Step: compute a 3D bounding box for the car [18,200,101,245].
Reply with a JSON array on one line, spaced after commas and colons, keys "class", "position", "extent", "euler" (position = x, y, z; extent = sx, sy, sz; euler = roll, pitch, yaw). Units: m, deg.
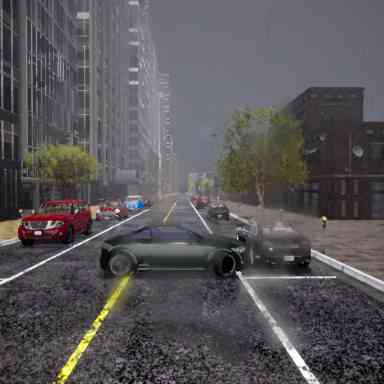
[{"class": "car", "position": [-6.188, 1.310, 15.725], "extent": [2.192, 1.841, 5.009], "euler": [-1, 0, -1]}]

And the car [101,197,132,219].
[{"class": "car", "position": [-6.387, 1.432, 26.793], "extent": [1.967, 1.590, 4.097], "euler": [-1, 0, -1]}]

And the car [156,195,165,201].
[{"class": "car", "position": [-7.841, 1.496, 82.679], "extent": [1.752, 1.417, 4.829], "euler": [-1, 0, -1]}]

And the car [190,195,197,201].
[{"class": "car", "position": [0.388, 1.551, 88.590], "extent": [1.802, 1.307, 4.206], "euler": [-1, 0, -1]}]

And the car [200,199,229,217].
[{"class": "car", "position": [2.016, 1.543, 26.996], "extent": [2.008, 1.369, 4.403], "euler": [-1, 0, -1]}]

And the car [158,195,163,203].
[{"class": "car", "position": [-7.410, 1.522, 66.251], "extent": [1.887, 1.381, 4.507], "euler": [-1, 0, -1]}]

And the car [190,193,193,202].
[{"class": "car", "position": [0.819, 1.290, 71.993], "extent": [2.192, 1.841, 5.009], "euler": [-1, 0, -1]}]

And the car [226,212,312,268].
[{"class": "car", "position": [2.550, 1.548, 11.137], "extent": [2.008, 1.369, 4.403], "euler": [-1, 0, -1]}]

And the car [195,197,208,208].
[{"class": "car", "position": [1.400, 1.509, 50.032], "extent": [1.752, 1.417, 4.829], "euler": [-1, 0, -1]}]

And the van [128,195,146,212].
[{"class": "van", "position": [-6.686, 1.329, 38.586], "extent": [1.690, 1.788, 3.998], "euler": [-1, 0, -1]}]

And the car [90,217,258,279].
[{"class": "car", "position": [-0.467, 1.556, 9.537], "extent": [4.181, 1.385, 1.994], "euler": [0, 0, -1]}]

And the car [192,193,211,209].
[{"class": "car", "position": [1.546, 1.301, 44.329], "extent": [2.192, 1.841, 5.009], "euler": [-1, 0, -1]}]

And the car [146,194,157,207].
[{"class": "car", "position": [-6.977, 1.299, 49.652], "extent": [2.192, 1.841, 5.009], "euler": [-1, 0, -1]}]
